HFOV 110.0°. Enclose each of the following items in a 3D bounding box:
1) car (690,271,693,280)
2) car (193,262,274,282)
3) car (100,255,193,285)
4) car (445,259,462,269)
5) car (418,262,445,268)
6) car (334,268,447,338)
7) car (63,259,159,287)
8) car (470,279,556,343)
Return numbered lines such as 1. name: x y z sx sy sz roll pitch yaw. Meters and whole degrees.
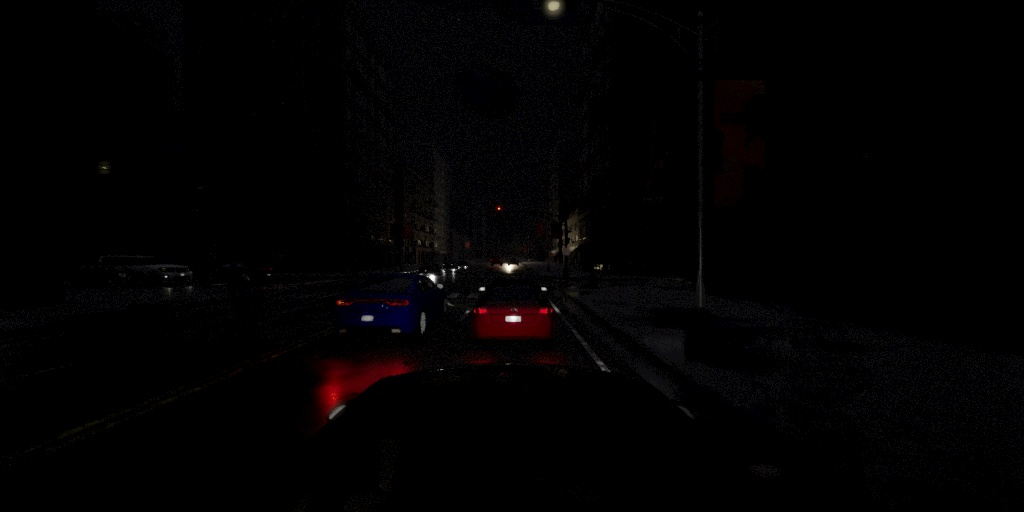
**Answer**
1. car: 16.481 1.150 28.013 4.553 1.767 2.097 0 0 0
2. car: -21.304 1.247 27.924 4.902 1.511 2.128 0 0 1
3. car: -25.789 0.963 25.078 5.566 2.045 2.150 0 0 0
4. car: -9.645 1.251 56.493 1.837 1.490 4.892 0 0 1
5. car: -9.708 1.349 42.554 1.895 1.301 4.718 0 0 0
6. car: -3.120 1.229 10.208 1.882 1.535 5.008 0 -1 0
7. car: -25.346 1.172 22.531 4.097 1.591 1.967 0 0 0
8. car: 0.031 1.314 9.674 1.994 1.385 4.181 0 0 0
